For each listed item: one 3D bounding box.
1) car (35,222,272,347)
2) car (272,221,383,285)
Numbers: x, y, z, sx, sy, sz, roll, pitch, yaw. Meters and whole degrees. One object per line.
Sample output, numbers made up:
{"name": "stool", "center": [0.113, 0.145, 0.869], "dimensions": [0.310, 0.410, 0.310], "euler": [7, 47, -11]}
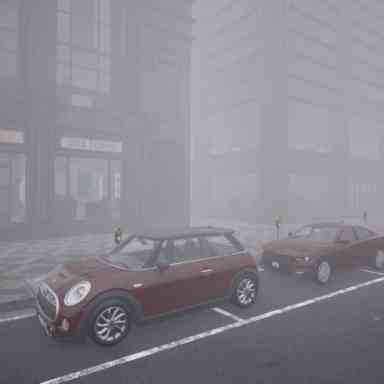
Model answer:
{"name": "car", "center": [-0.686, 1.440, 6.263], "dimensions": [4.097, 1.590, 1.967], "euler": [0, 1, -35]}
{"name": "car", "center": [3.893, 1.545, 9.530], "dimensions": [4.507, 1.381, 1.887], "euler": [0, 1, -35]}
